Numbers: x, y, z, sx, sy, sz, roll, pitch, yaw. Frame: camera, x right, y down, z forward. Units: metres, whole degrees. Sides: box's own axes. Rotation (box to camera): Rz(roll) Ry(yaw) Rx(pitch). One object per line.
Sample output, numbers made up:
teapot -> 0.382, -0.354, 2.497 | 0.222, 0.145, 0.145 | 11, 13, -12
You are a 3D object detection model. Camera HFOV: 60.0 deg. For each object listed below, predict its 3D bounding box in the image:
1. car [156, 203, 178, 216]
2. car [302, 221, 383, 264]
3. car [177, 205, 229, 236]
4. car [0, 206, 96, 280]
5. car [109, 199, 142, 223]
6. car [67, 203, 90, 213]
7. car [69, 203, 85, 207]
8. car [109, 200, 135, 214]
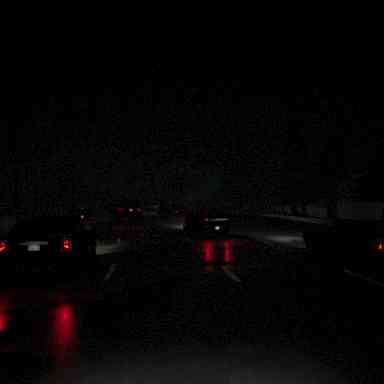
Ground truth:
car -> -2.781, 2.065, 40.106 | 2.128, 1.511, 4.902 | 0, -1, -26
car -> 6.013, 1.746, 12.485 | 1.895, 1.301, 4.718 | 0, -1, -9
car -> 0.780, 1.776, 20.578 | 2.128, 1.511, 4.902 | 0, -1, -14
car -> -4.450, 1.526, 10.829 | 2.097, 1.767, 4.553 | 0, -1, -8
car -> -6.171, 1.678, 30.506 | 2.150, 2.045, 5.566 | 0, -1, -22
car -> -16.786, 2.329, 48.937 | 1.994, 1.385, 4.181 | 0, -1, -36
car -> -11.756, 2.141, 34.514 | 1.895, 1.301, 4.718 | 0, -1, -27
car -> -9.545, 2.028, 45.168 | 2.097, 1.767, 4.553 | 0, -1, -32
